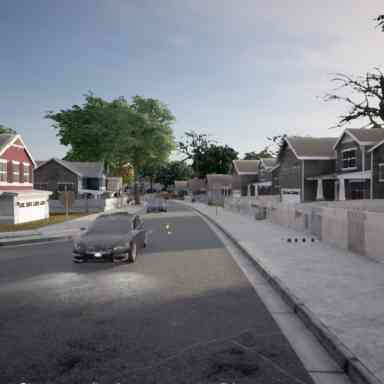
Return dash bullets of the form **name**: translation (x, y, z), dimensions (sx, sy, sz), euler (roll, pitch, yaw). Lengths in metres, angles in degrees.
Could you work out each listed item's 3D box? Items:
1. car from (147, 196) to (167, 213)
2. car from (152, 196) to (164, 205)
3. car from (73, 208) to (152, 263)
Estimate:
- **car**: translation (-3.844, 1.403, 36.985), dimensions (2.097, 1.767, 4.553), euler (0, 0, -4)
- **car**: translation (-6.453, 1.596, 62.388), dimensions (2.128, 1.511, 4.902), euler (0, 0, -8)
- **car**: translation (-2.734, 1.554, 11.986), dimensions (1.837, 1.490, 4.892), euler (0, 0, -1)
